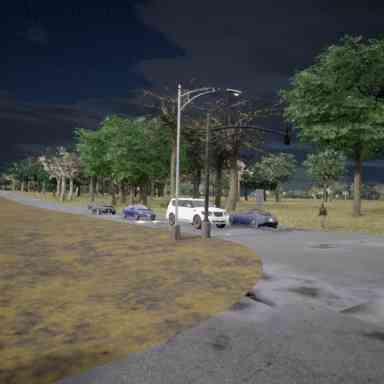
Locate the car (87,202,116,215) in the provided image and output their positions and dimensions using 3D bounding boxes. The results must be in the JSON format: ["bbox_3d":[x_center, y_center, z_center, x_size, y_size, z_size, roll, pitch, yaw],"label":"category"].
[{"bbox_3d":[-10.765,2.012,40.262,1.994,1.385,4.181,3,-2,-34],"label":"car"}]

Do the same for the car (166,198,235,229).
[{"bbox_3d":[0.244,1.459,23.761,2.150,2.045,5.566,3,-2,-34],"label":"car"}]

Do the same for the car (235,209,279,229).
[{"bbox_3d":[4.277,1.913,24.360,1.994,1.385,4.181,3,-2,-34],"label":"car"}]

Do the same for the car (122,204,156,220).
[{"bbox_3d":[-5.195,1.883,31.929,1.812,1.442,4.674,3,-2,-34],"label":"car"}]

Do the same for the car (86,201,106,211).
[{"bbox_3d":[-15.653,2.252,54.230,1.994,1.385,4.181,3,-2,-33],"label":"car"}]

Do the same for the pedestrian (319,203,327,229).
[{"bbox_3d":[9.324,1.717,23.835,0.375,1.860,0.375,1,-1,-34],"label":"pedestrian"}]
